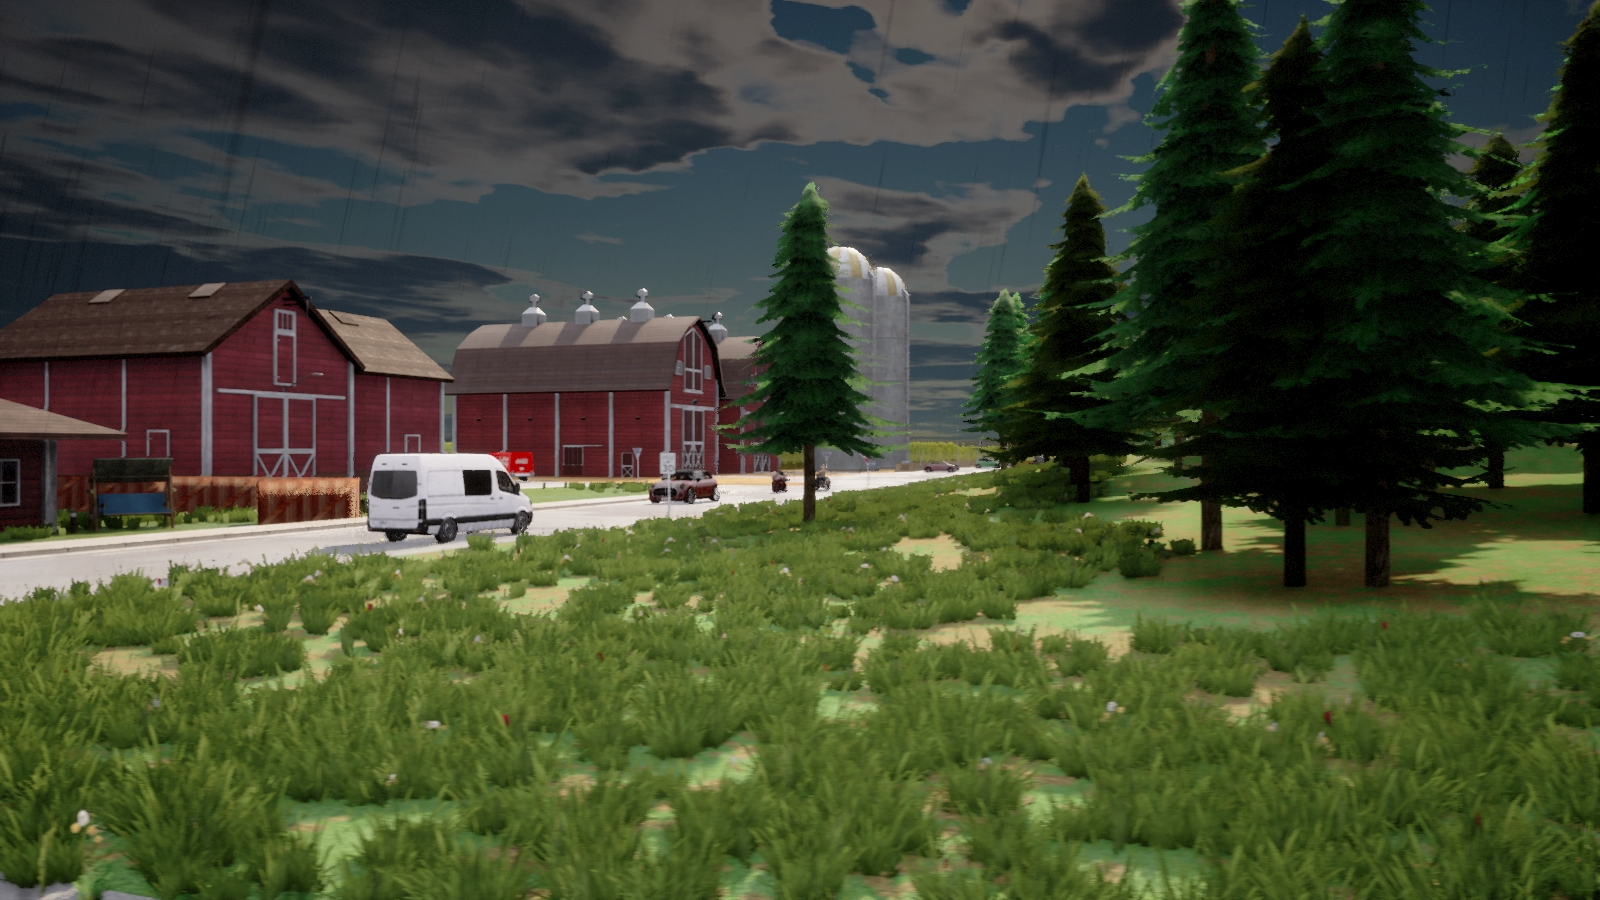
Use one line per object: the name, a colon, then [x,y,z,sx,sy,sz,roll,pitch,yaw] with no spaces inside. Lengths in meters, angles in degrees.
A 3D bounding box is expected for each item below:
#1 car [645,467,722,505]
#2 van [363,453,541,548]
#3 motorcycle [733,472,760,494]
car: [-5.775,1.766,57.181,2.097,1.767,4.553,0,0,20]
van: [-10.305,1.395,34.424,1.988,2.561,5.915,0,0,20]
motorcycle: [-3.287,2.035,70.453,0.867,1.251,2.209,0,1,20]
